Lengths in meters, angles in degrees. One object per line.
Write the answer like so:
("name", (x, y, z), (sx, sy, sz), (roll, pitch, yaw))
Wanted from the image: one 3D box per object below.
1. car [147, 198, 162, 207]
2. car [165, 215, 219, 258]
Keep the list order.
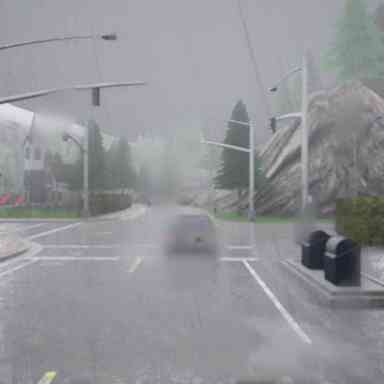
("car", (-6.145, 1.728, 54.592), (1.837, 1.490, 4.892), (0, 0, -16))
("car", (0.071, 1.601, 12.947), (2.033, 1.411, 5.357), (0, 0, 2))
